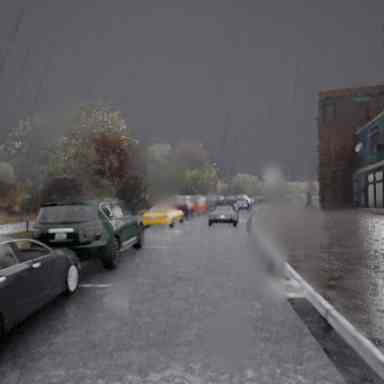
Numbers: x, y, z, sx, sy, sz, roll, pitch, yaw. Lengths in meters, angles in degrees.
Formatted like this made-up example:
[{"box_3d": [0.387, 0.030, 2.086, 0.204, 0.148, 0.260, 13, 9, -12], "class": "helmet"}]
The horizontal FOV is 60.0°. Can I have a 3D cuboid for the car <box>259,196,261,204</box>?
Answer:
[{"box_3d": [11.343, 1.914, 64.902, 2.002, 1.452, 4.674, -2, 0, 25], "class": "car"}]

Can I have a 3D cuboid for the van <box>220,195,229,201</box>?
[{"box_3d": [3.195, 1.418, 44.218, 1.878, 1.987, 4.442, -2, 0, 15], "class": "van"}]

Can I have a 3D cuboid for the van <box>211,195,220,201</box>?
[{"box_3d": [1.658, 1.370, 38.854, 1.878, 1.987, 4.442, -2, 0, 14], "class": "van"}]

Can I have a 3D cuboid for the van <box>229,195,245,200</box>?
[{"box_3d": [6.916, 1.533, 54.766, 1.878, 1.987, 4.442, -2, 0, 20], "class": "van"}]

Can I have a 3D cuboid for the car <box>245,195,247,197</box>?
[{"box_3d": [9.026, 1.567, 59.848, 2.435, 2.045, 5.566, -2, 0, 21], "class": "car"}]

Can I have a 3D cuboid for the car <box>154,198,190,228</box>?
[{"box_3d": [-1.820, 1.495, 22.524, 1.946, 1.575, 5.366, -2, 0, 10], "class": "car"}]

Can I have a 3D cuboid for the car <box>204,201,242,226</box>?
[{"box_3d": [2.295, 1.568, 23.578, 1.994, 1.385, 4.181, 0, 0, 9], "class": "car"}]

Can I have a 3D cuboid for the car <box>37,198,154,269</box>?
[{"box_3d": [-3.172, 1.225, 11.266, 2.435, 2.045, 5.566, -3, 0, 4], "class": "car"}]

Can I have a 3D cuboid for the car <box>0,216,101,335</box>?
[{"box_3d": [-3.509, 1.476, 5.650, 2.231, 1.521, 4.892, -3, 0, 2], "class": "car"}]

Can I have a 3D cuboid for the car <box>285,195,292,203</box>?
[{"box_3d": [24.500, 2.119, 89.290, 2.163, 1.488, 4.792, -2, 0, 28], "class": "car"}]

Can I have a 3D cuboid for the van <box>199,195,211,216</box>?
[{"box_3d": [0.293, 1.330, 33.432, 1.878, 1.987, 4.442, -2, 0, 14], "class": "van"}]

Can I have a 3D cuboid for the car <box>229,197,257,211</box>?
[{"box_3d": [6.461, 1.654, 41.603, 2.033, 1.411, 5.357, -1, -1, 17], "class": "car"}]

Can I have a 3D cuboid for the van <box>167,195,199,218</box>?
[{"box_3d": [-0.884, 1.298, 27.962, 1.878, 1.987, 4.442, -3, 0, 9], "class": "van"}]

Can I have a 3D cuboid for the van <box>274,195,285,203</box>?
[{"box_3d": [21.251, 1.819, 83.648, 1.878, 1.987, 4.442, -2, 0, 27], "class": "van"}]

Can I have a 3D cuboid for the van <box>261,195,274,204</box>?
[{"box_3d": [16.422, 1.745, 74.946, 1.878, 1.987, 4.442, -2, 0, 28], "class": "van"}]
